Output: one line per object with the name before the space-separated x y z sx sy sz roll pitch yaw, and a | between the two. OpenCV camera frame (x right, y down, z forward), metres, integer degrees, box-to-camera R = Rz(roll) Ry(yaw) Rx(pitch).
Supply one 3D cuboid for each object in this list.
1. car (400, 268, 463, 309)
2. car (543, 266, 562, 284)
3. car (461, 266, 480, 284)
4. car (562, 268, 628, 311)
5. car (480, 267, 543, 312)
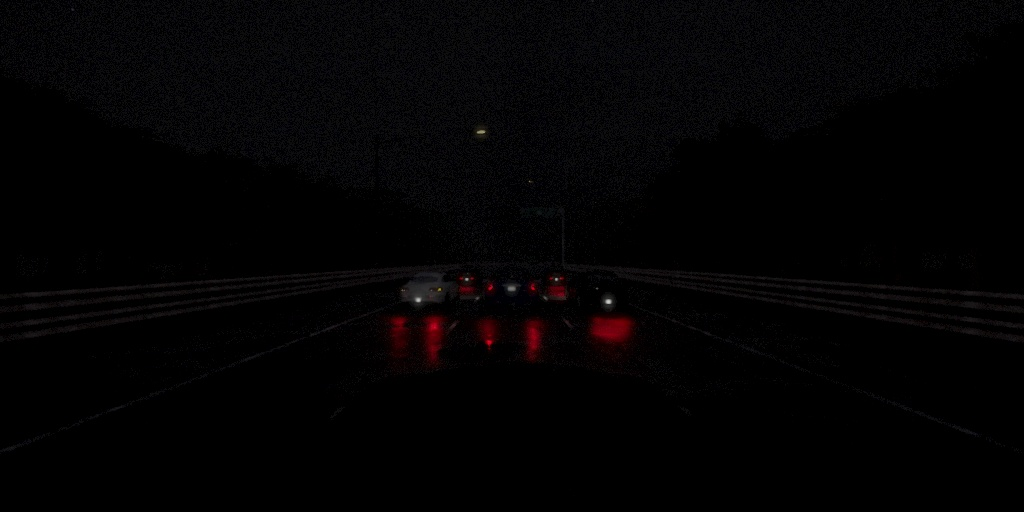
car | -3.496 1.424 15.752 1.812 1.442 4.674 0 0 0
car | 3.484 1.570 30.358 1.837 1.490 4.892 0 0 0
car | -3.516 1.570 30.346 1.837 1.490 4.892 0 0 0
car | 3.501 1.402 15.375 1.837 1.490 4.892 0 0 0
car | 0.002 1.245 15.277 2.097 1.767 4.553 0 -1 0
